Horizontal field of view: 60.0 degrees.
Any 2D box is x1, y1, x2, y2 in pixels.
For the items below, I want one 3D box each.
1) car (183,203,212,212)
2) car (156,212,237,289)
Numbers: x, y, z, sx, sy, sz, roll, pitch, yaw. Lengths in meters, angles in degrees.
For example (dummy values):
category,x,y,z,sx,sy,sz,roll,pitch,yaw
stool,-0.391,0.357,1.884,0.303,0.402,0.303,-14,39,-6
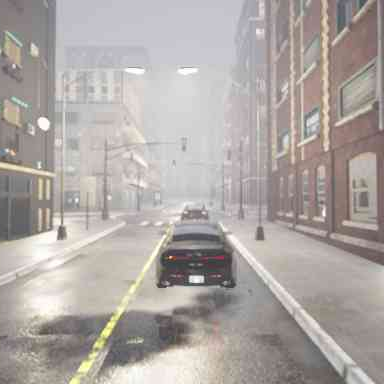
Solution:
category,x,y,z,sx,sy,sz,roll,pitch,yaw
car,0.353,1.549,23.478,2.128,1.511,4.902,0,0,5
car,0.098,1.526,9.207,1.837,1.490,4.892,0,0,0
